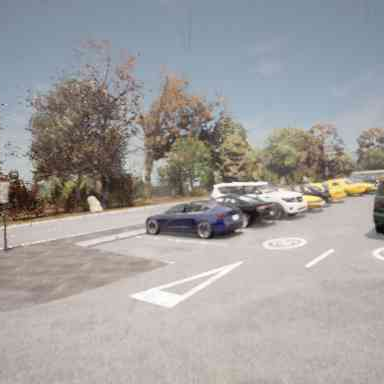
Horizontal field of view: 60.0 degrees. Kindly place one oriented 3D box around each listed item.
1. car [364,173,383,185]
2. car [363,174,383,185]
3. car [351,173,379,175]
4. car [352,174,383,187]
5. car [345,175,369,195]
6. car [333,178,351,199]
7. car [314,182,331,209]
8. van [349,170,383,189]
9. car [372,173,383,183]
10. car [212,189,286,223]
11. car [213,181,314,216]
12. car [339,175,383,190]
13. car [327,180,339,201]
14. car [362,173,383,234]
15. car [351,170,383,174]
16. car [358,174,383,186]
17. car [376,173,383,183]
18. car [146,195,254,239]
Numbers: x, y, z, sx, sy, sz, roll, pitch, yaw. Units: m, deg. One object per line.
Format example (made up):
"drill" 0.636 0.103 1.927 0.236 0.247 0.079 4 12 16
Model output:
"car" 28.506 -2.038 48.748 5.366 1.575 1.946 -2 2 40
"car" 26.836 -1.827 46.535 4.792 1.488 2.163 -2 3 40
"car" 14.462 -0.561 31.613 5.366 1.575 1.946 -2 3 40
"car" 23.252 -1.460 42.310 4.792 1.488 2.163 -2 3 40
"car" 12.469 -0.359 29.835 5.366 1.575 1.946 -2 3 40
"car" 8.810 0.062 25.519 5.366 1.575 1.946 -2 3 40
"car" 5.513 0.467 21.055 5.366 1.575 1.946 -2 3 40
"van" 21.556 -1.535 40.094 4.442 1.987 1.878 -2 3 40
"car" 30.444 -2.223 50.737 4.892 1.521 2.231 -2 3 40
"car" 1.796 0.889 16.949 5.008 1.535 2.097 -2 3 40
"car" 3.586 0.431 19.035 5.566 2.045 2.435 -2 3 40
"car" 19.713 -1.095 38.046 4.792 1.488 2.163 -2 3 40
"car" 7.167 0.268 23.284 4.892 1.521 2.231 -2 3 40
"car" 8.501 0.351 12.497 2.150 2.045 5.566 -2 3 42
"car" 17.915 -1.064 35.929 4.553 1.767 2.185 -2 3 40
"car" 25.044 -1.643 44.423 4.792 1.488 2.163 -2 3 40
"car" 32.226 -2.406 52.858 4.892 1.521 2.231 -2 3 40
"car" -0.019 1.127 14.860 4.792 1.488 2.163 -2 3 40
